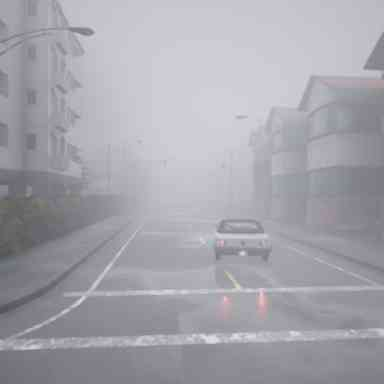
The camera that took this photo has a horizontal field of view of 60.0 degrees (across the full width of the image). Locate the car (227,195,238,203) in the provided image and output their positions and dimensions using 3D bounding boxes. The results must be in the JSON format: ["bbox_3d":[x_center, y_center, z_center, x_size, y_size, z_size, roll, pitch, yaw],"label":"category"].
[{"bbox_3d":[11.514,1.716,77.859,5.027,1.636,2.152,0,0,-5],"label":"car"}]

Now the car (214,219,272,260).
[{"bbox_3d":[1.826,1.693,12.933,1.895,1.301,4.718,0,0,5],"label":"car"}]

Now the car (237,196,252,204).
[{"bbox_3d":[12.350,1.754,71.487,3.806,1.475,1.970,0,0,-5],"label":"car"}]

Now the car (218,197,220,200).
[{"bbox_3d":[9.848,1.759,93.475,4.605,1.855,1.932,0,0,-5],"label":"car"}]

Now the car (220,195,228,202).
[{"bbox_3d":[10.492,1.721,90.612,3.866,1.878,1.905,0,0,-5],"label":"car"}]
